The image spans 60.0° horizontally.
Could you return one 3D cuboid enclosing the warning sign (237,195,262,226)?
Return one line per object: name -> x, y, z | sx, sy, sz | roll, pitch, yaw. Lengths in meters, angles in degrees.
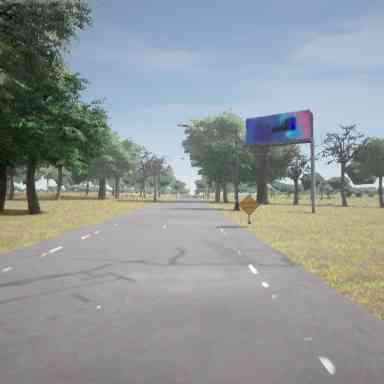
warning sign -> 3.537, 1.107, 20.639 | 1.300, 1.860, 1.060 | -1, -1, 0
